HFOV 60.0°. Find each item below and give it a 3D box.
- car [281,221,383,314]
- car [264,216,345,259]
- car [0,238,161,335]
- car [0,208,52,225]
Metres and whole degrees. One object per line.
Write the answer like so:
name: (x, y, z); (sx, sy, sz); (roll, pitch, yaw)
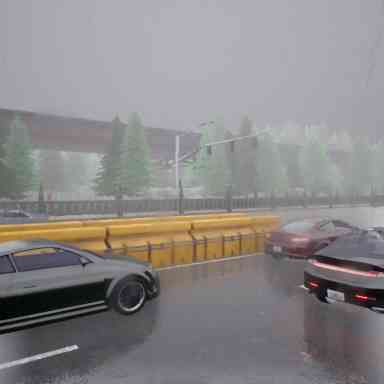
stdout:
car: (4.360, 1.492, 6.902); (4.902, 1.511, 2.128); (0, 0, -35)
car: (4.422, 1.526, 11.234); (4.674, 1.442, 1.812); (0, 0, -35)
car: (-2.683, 1.564, 6.125); (4.181, 1.385, 1.994); (0, 0, -36)
car: (-8.879, 1.492, 14.857); (4.902, 1.511, 2.128); (0, 0, -36)
